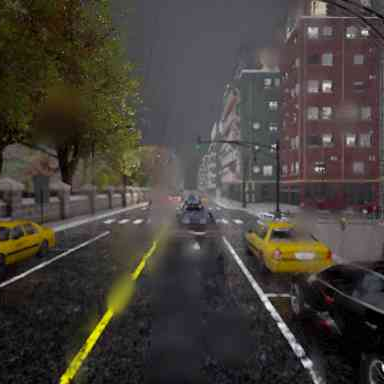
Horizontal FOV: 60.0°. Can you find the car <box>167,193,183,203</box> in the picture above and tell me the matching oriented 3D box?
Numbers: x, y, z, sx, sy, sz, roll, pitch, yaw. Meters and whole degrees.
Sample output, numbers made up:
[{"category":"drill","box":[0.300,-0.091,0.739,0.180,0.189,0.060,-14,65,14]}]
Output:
[{"category":"car","box":[-3.058,1.090,61.521,2.097,1.767,4.553,0,0,0]}]

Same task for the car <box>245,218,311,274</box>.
[{"category":"car","box":[2.684,1.477,10.227,1.752,1.417,4.829,0,0,0]}]

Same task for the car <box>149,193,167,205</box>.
[{"category":"car","box":[-5.720,1.083,53.617,2.192,1.841,5.009,0,0,0]}]

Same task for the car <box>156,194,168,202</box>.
[{"category":"car","box":[-5.725,1.167,64.688,1.967,1.590,4.097,0,0,0]}]

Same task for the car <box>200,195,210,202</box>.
[{"category":"car","box":[2.654,1.257,70.228,2.008,1.369,4.403,0,0,0]}]

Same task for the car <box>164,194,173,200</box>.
[{"category":"car","box":[-5.732,1.249,81.294,1.802,1.307,4.206,0,0,0]}]

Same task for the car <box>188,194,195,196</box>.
[{"category":"car","box":[-0.037,1.205,78.930,2.033,1.411,5.357,0,0,0]}]

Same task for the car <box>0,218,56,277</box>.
[{"category":"car","box":[-5.696,1.479,9.882,1.752,1.417,4.829,0,0,0]}]

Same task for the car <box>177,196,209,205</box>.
[{"category":"car","box":[0.087,1.360,29.294,2.128,1.511,4.902,0,0,0]}]

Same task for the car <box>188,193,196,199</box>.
[{"category":"car","box":[-0.042,1.103,89.357,1.994,1.385,4.181,0,0,0]}]

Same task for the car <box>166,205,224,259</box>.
[{"category":"car","box":[0.094,1.435,12.271,2.128,1.511,4.902,0,0,0]}]

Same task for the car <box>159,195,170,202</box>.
[{"category":"car","box":[-5.727,1.251,70.224,1.887,1.381,4.507,0,0,0]}]

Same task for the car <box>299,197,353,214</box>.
[{"category":"car","box":[14.598,1.424,37.055,5.009,1.841,2.192,1,-1,0]}]

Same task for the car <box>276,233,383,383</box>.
[{"category":"car","box":[2.687,1.544,4.426,1.947,1.339,4.313,0,0,0]}]

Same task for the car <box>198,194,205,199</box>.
[{"category":"car","box":[2.643,1.173,92.369,1.887,1.381,4.507,0,0,0]}]

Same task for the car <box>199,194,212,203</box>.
[{"category":"car","box":[2.659,1.272,59.328,1.752,1.417,4.829,0,0,0]}]

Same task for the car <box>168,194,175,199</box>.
[{"category":"car","box":[-5.737,1.210,92.364,1.802,1.307,4.206,0,0,0]}]

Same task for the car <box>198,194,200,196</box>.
[{"category":"car","box":[2.656,1.271,64.693,1.887,1.381,4.507,0,0,0]}]

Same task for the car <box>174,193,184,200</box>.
[{"category":"car","box":[-3.036,1.026,77.504,2.097,1.767,4.553,0,0,0]}]

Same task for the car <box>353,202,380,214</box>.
[{"category":"car","box":[20.288,1.756,37.074,4.507,1.381,1.887,1,-1,0]}]
